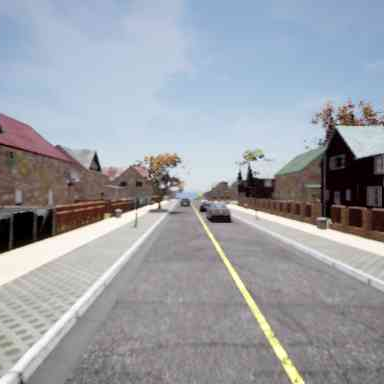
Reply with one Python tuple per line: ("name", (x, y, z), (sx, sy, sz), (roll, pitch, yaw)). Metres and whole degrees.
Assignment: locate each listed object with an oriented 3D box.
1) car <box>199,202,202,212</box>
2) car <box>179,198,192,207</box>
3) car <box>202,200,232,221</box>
("car", (1.960, 1.730, 41.077), (1.994, 1.385, 4.181), (1, 0, 0))
("car", (-1.114, 1.714, 55.626), (1.837, 1.490, 4.892), (1, 0, -1))
("car", (2.240, 1.659, 28.541), (2.033, 1.411, 5.357), (1, 0, -1))
